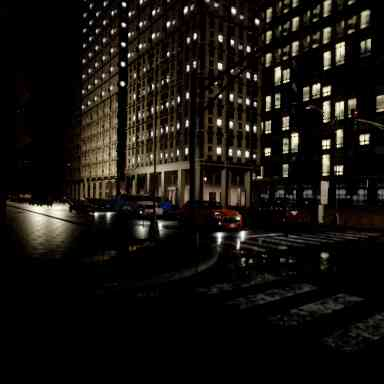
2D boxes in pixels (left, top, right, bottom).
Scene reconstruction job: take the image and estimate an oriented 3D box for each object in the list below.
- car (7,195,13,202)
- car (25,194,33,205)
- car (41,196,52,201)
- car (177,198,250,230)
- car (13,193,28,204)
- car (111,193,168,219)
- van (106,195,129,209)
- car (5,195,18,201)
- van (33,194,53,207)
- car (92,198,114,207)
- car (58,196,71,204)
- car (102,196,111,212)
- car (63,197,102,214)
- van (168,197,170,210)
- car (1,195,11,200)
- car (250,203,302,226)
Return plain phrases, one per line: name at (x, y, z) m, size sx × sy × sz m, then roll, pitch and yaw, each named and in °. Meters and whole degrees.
car at (-37.017, 1.397, 69.757) m, size 1.947 × 1.339 × 4.313 m, roll 1°, pitch -1°, yaw -35°
car at (-23.954, 1.432, 51.321) m, size 1.802 × 1.307 × 4.206 m, roll 1°, pitch -1°, yaw -35°
car at (-36.713, 1.571, 83.818) m, size 1.802 × 1.307 × 4.206 m, roll 1°, pitch -1°, yaw -35°
car at (1.021, 1.303, 20.516) m, size 2.097 × 1.767 × 4.553 m, roll 1°, pitch -1°, yaw -34°
car at (-30.481, 1.155, 60.542) m, size 2.192 × 1.841 × 5.009 m, roll 1°, pitch -1°, yaw -35°
car at (-4.635, 1.156, 28.558) m, size 2.150 × 2.045 × 5.566 m, roll 1°, pitch 0°, yaw -34°
van at (-10.582, 1.368, 46.951) m, size 1.690 × 1.788 × 3.998 m, roll 1°, pitch -1°, yaw -35°
car at (-40.282, 1.378, 74.366) m, size 2.008 × 1.369 × 4.403 m, roll 1°, pitch -1°, yaw -35°
van at (-20.684, 1.197, 46.715) m, size 1.690 × 1.788 × 3.998 m, roll 1°, pitch -1°, yaw -35°
car at (-13.852, 1.587, 51.557) m, size 1.947 × 1.339 × 4.313 m, roll 1°, pitch -1°, yaw -35°
car at (-22.231, 1.464, 58.897) m, size 1.837 × 1.490 × 4.892 m, roll 1°, pitch -1°, yaw -35°
car at (-10.885, 1.428, 37.373) m, size 1.837 × 1.490 × 4.892 m, roll 1°, pitch -1°, yaw -35°
car at (-10.891, 1.427, 32.886) m, size 2.008 × 1.369 × 4.403 m, roll 1°, pitch -1°, yaw -35°
van at (-4.050, 1.382, 37.733) m, size 1.690 × 1.788 × 3.998 m, roll 1°, pitch -1°, yaw -35°
car at (-46.718, 1.366, 83.447) m, size 1.752 × 1.417 × 4.829 m, roll 1°, pitch -1°, yaw -35°
car at (5.746, 1.505, 23.905) m, size 1.967 × 1.590 × 4.097 m, roll 1°, pitch -1°, yaw -35°
